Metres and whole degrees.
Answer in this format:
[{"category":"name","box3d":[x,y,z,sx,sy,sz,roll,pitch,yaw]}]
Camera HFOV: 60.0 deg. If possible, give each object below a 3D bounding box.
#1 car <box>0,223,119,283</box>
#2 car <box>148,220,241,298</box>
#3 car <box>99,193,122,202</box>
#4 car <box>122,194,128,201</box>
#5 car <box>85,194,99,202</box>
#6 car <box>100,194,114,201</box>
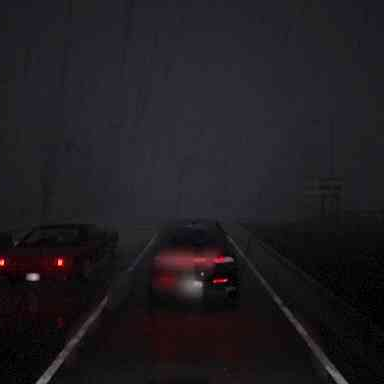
[{"category":"car","box3d":[-3.434,1.544,9.450,1.895,1.301,4.718,0,0,0]},{"category":"car","box3d":[0.058,1.441,8.364,2.128,1.511,4.902,0,0,0]},{"category":"car","box3d":[-14.995,0.984,61.510,2.097,1.767,4.553,0,0,0]},{"category":"car","box3d":[-14.992,1.124,71.549,1.994,1.385,4.181,0,0,0]},{"category":"car","box3d":[-18.493,1.105,62.125,1.882,1.535,5.008,0,0,0]},{"category":"car","box3d":[-18.492,1.092,72.226,1.812,1.442,4.674,0,0,0]}]
